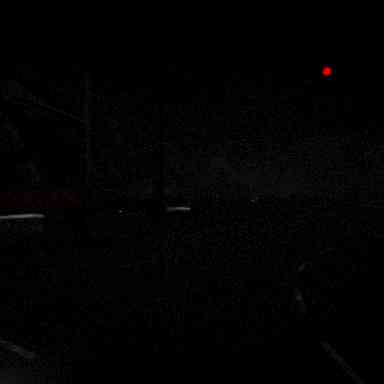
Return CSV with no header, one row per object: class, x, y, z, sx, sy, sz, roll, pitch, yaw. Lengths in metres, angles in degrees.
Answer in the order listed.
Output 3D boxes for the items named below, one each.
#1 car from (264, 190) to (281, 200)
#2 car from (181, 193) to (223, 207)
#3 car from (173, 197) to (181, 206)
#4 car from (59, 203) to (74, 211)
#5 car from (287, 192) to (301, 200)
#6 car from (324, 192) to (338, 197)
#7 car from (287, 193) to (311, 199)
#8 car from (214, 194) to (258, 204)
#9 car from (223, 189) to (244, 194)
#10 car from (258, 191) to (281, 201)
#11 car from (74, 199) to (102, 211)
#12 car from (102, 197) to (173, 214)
car,15.870,0.578,65.139,2.097,1.767,4.553,0,1,29
car,1.301,1.097,41.520,1.837,1.490,4.892,0,1,43
car,-3.094,1.234,41.940,1.895,1.301,4.718,0,1,43
car,-10.851,1.389,33.641,1.895,1.301,4.718,0,1,43
car,20.310,0.767,66.158,1.895,1.301,4.718,0,1,25
car,25.576,0.729,61.125,1.994,1.385,4.181,0,1,29
car,14.798,0.919,45.945,1.837,1.490,4.892,0,1,41
car,4.679,1.183,34.901,1.994,1.385,4.181,0,1,43
car,6.060,0.664,51.824,2.150,2.045,5.566,0,2,42
car,11.971,0.852,53.325,1.882,1.535,5.008,0,0,40
car,-7.953,1.325,31.615,2.033,1.411,5.357,0,1,43
car,-4.088,1.300,25.505,1.837,1.490,4.892,0,1,43
